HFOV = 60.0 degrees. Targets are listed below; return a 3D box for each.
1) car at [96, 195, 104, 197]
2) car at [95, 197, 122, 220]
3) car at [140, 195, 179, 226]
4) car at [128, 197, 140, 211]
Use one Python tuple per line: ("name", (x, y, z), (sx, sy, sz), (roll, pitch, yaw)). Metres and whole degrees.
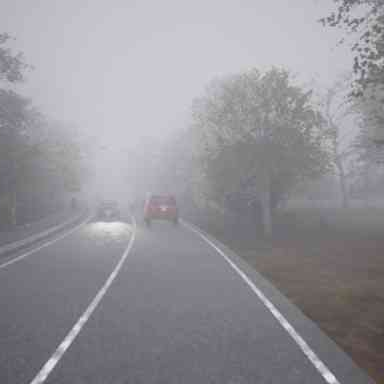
("car", (-18.898, 1.330, 68.080), (1.882, 1.535, 5.008), (1, 0, -18))
("car", (-7.001, 1.448, 28.110), (2.128, 1.511, 4.902), (1, 0, -13))
("car", (-2.311, 1.234, 23.816), (2.150, 2.045, 5.566), (1, -1, -11))
("car", (-6.614, 1.351, 40.833), (2.097, 1.767, 4.553), (1, 0, -16))
